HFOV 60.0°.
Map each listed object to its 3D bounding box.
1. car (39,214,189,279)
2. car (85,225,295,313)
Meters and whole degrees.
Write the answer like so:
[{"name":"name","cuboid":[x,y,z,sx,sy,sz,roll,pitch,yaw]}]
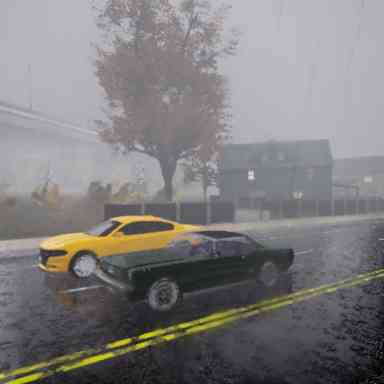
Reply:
[{"name":"car","cuboid":[-1.981,1.489,10.259,5.008,1.535,1.882,0,0,-36]},{"name":"car","cuboid":[0.210,1.614,7.830,4.718,1.301,1.895,0,0,-36]}]
